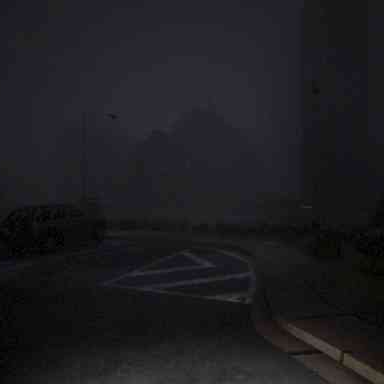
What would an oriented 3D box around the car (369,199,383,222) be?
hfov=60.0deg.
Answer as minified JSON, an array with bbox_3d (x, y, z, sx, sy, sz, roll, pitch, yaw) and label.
[{"bbox_3d":[12.452,1.229,20.853,2.242,1.667,4.611,-1,0,23],"label":"car"}]

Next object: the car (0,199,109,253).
[{"bbox_3d":[-5.613,1.391,14.087,1.932,1.855,4.605,-1,0,23],"label":"car"}]

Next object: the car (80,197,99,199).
[{"bbox_3d":[-9.851,1.447,30.260,1.905,1.878,3.866,-1,0,23],"label":"car"}]

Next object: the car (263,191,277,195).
[{"bbox_3d":[20.010,0.643,85.883,3.866,1.878,1.905,1,-6,-20],"label":"car"}]
